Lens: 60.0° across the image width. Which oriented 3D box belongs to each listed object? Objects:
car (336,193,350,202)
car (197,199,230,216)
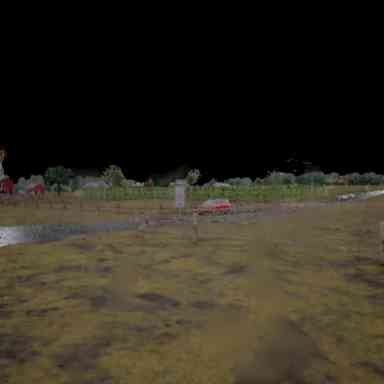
[{"bbox_3d":[38.573,1.527,85.982,2.097,1.767,4.553,-1,0,36],"label":"car"},{"bbox_3d":[2.844,1.948,42.757,2.150,2.045,5.566,-1,-1,36],"label":"car"}]
